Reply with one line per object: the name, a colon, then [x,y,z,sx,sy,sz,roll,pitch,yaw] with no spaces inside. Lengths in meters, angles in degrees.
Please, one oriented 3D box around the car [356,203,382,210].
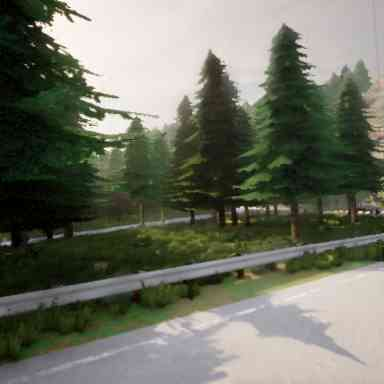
car: [22.151,2.191,42.460,1.837,1.490,4.892,-4,-2,-6]
